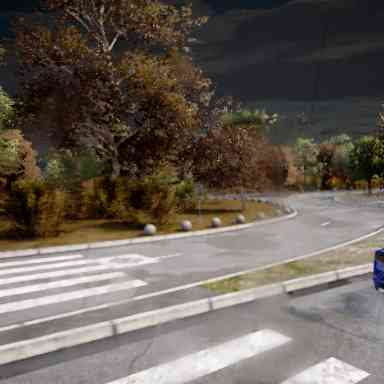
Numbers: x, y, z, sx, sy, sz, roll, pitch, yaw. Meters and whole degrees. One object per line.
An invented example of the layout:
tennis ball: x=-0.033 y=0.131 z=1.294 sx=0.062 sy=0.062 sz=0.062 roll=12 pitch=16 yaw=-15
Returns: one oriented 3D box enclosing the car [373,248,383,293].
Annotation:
car: x=6.002 y=1.456 z=7.219 sx=5.008 sy=1.535 sz=1.882 roll=-1 pitch=1 yaw=-32
